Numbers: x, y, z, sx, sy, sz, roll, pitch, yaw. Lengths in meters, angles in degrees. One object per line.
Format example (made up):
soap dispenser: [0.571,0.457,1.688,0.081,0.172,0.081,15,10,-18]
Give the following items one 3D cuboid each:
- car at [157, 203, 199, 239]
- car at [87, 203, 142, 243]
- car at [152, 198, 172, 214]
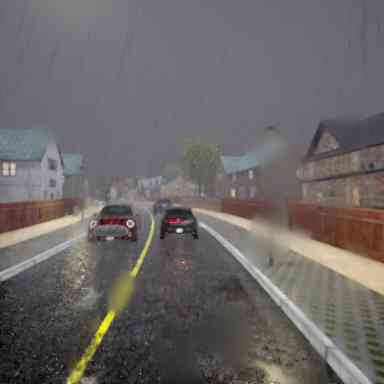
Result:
car: [-0.736,1.513,17.383,1.837,1.490,4.892,0,0,-5]
car: [-3.594,1.358,16.136,2.097,1.767,4.553,0,0,-5]
car: [-3.228,1.436,36.750,2.097,1.767,4.553,0,0,-10]
